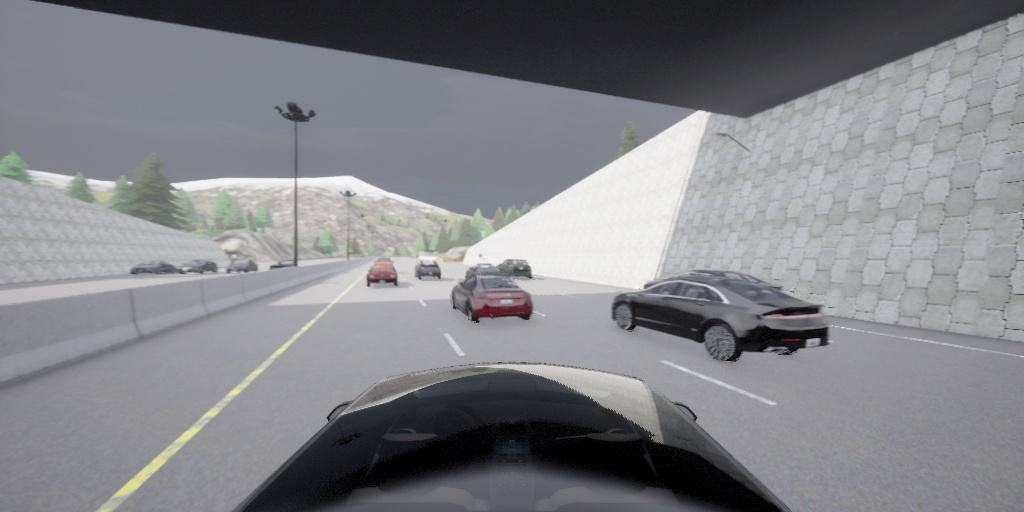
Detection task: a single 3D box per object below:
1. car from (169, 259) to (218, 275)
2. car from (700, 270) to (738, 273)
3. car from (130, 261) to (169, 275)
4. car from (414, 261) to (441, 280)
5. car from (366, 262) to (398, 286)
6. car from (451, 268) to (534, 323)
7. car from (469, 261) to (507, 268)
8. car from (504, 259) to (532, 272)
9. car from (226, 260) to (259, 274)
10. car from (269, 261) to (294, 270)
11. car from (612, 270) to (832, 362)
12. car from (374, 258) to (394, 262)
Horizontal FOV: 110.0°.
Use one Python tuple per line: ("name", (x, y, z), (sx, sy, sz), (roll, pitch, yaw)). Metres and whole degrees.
("car", (-31.667, 1.083, 36.276), (2.128, 1.511, 4.902), (0, 0, -19))
("car", (6.568, 1.221, 12.330), (2.128, 1.511, 4.902), (0, 0, -19))
("car", (-34.936, 1.154, 35.017), (1.994, 1.385, 4.181), (0, 0, -19))
("car", (-7.145, 1.143, 30.268), (2.128, 1.511, 4.902), (0, 0, -19))
("car", (-8.659, 1.269, 24.012), (1.895, 1.301, 4.718), (0, 0, -19))
("car", (-0.826, 1.280, 12.259), (1.994, 1.385, 4.181), (0, 0, -19))
("car", (-2.140, 1.235, 26.573), (1.994, 1.385, 4.181), (0, 0, -19))
("car", (0.040, 1.014, 30.935), (2.097, 1.767, 4.553), (0, 0, -19))
("car", (-28.654, 1.116, 38.277), (1.812, 1.442, 4.674), (0, 0, -19))
("car", (-25.689, 1.190, 40.437), (1.895, 1.301, 4.718), (0, 0, -19))
("car", (4.265, 1.229, 8.323), (2.128, 1.511, 4.902), (0, 0, -19))
("car", (-14.030, 0.964, 39.317), (2.097, 1.767, 4.553), (0, 0, -19))
